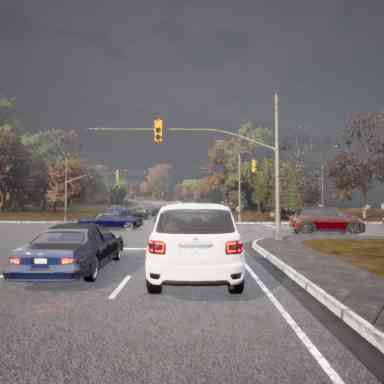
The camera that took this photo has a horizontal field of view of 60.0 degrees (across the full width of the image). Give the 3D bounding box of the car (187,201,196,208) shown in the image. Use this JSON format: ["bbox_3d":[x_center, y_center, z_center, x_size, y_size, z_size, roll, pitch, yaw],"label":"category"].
[{"bbox_3d":[-0.161,3.287,87.779,1.837,1.490,4.892,0,0,-3],"label":"car"}]

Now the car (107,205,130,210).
[{"bbox_3d":[-10.631,2.808,47.134,2.150,2.045,5.566,0,-2,-2],"label":"car"}]

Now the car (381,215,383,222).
[{"bbox_3d":[21.401,2.505,33.008,4.902,1.511,2.128,0,-3,-3],"label":"car"}]

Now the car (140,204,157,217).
[{"bbox_3d":[-7.117,3.007,55.304,2.150,2.045,5.566,0,-1,0],"label":"car"}]

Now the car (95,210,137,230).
[{"bbox_3d":[-6.159,2.287,25.675,4.718,1.301,1.895,0,-3,4],"label":"car"}]

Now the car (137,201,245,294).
[{"bbox_3d":[0.078,1.320,9.162,2.150,2.045,5.566,0,-1,0],"label":"car"}]

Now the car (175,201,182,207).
[{"bbox_3d":[-3.637,3.093,87.424,1.882,1.535,5.008,0,0,-3],"label":"car"}]

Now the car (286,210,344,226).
[{"bbox_3d":[11.980,2.488,32.640,4.902,1.511,2.128,0,-3,-1],"label":"car"}]

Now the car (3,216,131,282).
[{"bbox_3d":[-3.422,1.664,10.015,2.033,1.411,5.357,0,-1,0],"label":"car"}]

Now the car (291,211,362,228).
[{"bbox_3d":[11.702,2.387,29.125,5.357,1.411,2.033,0,-3,-1],"label":"car"}]

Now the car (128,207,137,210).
[{"bbox_3d":[-7.109,3.144,45.776,1.895,1.301,4.718,0,-2,-1],"label":"car"}]

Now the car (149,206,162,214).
[{"bbox_3d":[-7.072,3.481,65.226,1.895,1.301,4.718,0,0,1],"label":"car"}]

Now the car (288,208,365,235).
[{"bbox_3d":[8.838,1.870,21.925,4.553,1.767,2.097,0,-3,-1],"label":"car"}]

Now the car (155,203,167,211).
[{"bbox_3d":[-7.037,3.381,75.923,2.033,1.411,5.357,0,0,0],"label":"car"}]

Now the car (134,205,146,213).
[{"bbox_3d":[-10.543,3.481,67.710,1.895,1.301,4.718,0,0,0],"label":"car"}]

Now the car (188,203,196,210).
[{"bbox_3d":[-0.038,3.332,77.628,1.837,1.490,4.892,0,0,0],"label":"car"}]

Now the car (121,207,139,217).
[{"bbox_3d":[-10.606,3.369,57.427,2.033,1.411,5.357,0,-1,1],"label":"car"}]
